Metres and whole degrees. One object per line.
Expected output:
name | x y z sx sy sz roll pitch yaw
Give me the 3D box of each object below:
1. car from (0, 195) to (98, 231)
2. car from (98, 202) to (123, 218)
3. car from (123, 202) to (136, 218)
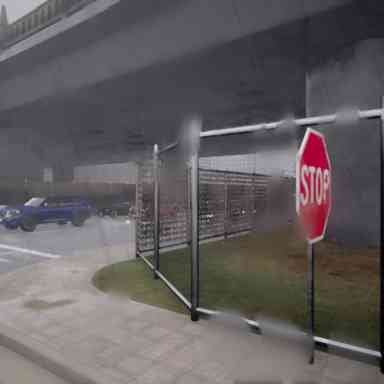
car | -9.030 1.220 20.900 2.150 2.045 5.566 0 0 36
car | -6.502 1.599 30.315 1.895 1.301 4.718 0 0 36
car | -3.312 1.350 28.747 2.097 1.767 4.553 0 0 36
